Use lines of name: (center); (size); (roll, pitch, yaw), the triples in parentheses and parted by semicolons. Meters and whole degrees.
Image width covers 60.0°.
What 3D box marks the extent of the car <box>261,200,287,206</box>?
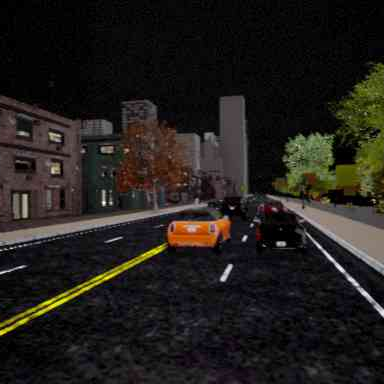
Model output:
car: (6.995, 1.483, 28.466); (2.097, 1.767, 4.553); (-1, -1, 13)

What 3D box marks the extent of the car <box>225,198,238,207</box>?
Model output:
car: (7.346, 1.856, 60.981); (1.882, 1.535, 5.008); (-1, 0, 13)

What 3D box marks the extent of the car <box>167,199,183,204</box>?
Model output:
car: (-4.355, 2.533, 85.996); (4.313, 1.339, 1.947); (-1, 1, 12)

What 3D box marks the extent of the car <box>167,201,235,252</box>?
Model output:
car: (0.473, 1.456, 14.578); (2.097, 1.767, 4.553); (-1, -1, 13)

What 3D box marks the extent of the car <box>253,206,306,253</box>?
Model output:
car: (3.695, 1.571, 14.072); (1.837, 1.490, 4.892); (-1, 0, 13)

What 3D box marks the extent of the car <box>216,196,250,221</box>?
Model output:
car: (3.812, 1.393, 29.141); (2.150, 2.045, 5.566); (-1, 0, 13)

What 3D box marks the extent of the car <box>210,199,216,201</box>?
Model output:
car: (4.107, 1.968, 61.271); (2.033, 1.411, 5.357); (-1, 0, 13)
